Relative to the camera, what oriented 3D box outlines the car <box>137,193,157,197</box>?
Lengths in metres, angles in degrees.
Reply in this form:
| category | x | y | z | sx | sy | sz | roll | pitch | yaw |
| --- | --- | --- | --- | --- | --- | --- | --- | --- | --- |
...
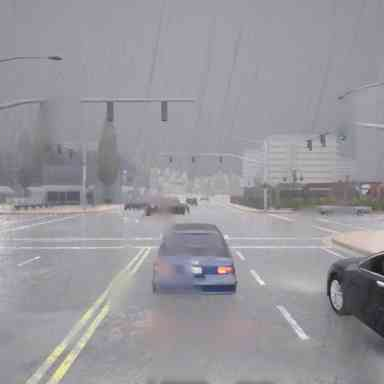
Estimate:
| category | x | y | z | sx | sy | sz | roll | pitch | yaw |
| --- | --- | --- | --- | --- | --- | --- | --- | --- | --- |
| car | -7.260 | 1.221 | 51.896 | 2.150 | 2.045 | 5.566 | 0 | 0 | 0 |

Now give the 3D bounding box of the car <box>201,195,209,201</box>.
| category | x | y | z | sx | sy | sz | roll | pitch | yaw |
| --- | --- | --- | --- | --- | --- | --- | --- | --- | --- |
| car | 3.222 | 1.552 | 84.560 | 1.994 | 1.385 | 4.181 | 0 | 0 | 0 |

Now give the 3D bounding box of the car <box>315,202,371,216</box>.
| category | x | y | z | sx | sy | sz | roll | pitch | yaw |
| --- | --- | --- | --- | --- | --- | --- | --- | --- | --- |
| car | 14.343 | 1.601 | 31.804 | 4.718 | 1.301 | 1.895 | 0 | 0 | 1 |

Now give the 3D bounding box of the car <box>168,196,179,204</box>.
| category | x | y | z | sx | sy | sz | roll | pitch | yaw |
| --- | --- | --- | --- | --- | --- | --- | --- | --- | --- |
| car | -3.748 | 1.564 | 66.696 | 1.994 | 1.385 | 4.181 | 0 | 0 | 0 |

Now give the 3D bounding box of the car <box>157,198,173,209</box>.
| category | x | y | z | sx | sy | sz | roll | pitch | yaw |
| --- | --- | --- | --- | --- | --- | --- | --- | --- | --- |
| car | -3.755 | 1.601 | 47.558 | 1.895 | 1.301 | 4.718 | 0 | 0 | 0 |

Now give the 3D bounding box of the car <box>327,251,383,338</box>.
| category | x | y | z | sx | sy | sz | roll | pitch | yaw |
| --- | --- | --- | --- | --- | --- | --- | --- | --- | --- |
| car | 3.547 | 1.505 | 4.636 | 1.837 | 1.490 | 4.892 | 0 | 0 | 0 |

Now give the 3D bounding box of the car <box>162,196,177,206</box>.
| category | x | y | z | sx | sy | sz | roll | pitch | yaw |
| --- | --- | --- | --- | --- | --- | --- | --- | --- | --- |
| car | -3.771 | 1.491 | 56.828 | 2.128 | 1.511 | 4.902 | 0 | 0 | 0 |

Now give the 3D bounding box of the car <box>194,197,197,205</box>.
| category | x | y | z | sx | sy | sz | roll | pitch | yaw |
| --- | --- | --- | --- | --- | --- | --- | --- | --- | --- |
| car | -0.089 | 1.477 | 58.024 | 1.882 | 1.535 | 5.008 | 0 | 0 | 0 |

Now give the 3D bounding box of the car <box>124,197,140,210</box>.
| category | x | y | z | sx | sy | sz | roll | pitch | yaw |
| --- | --- | --- | --- | --- | --- | --- | --- | --- | --- |
| car | -7.287 | 1.601 | 42.252 | 1.895 | 1.301 | 4.718 | 0 | 0 | 1 |

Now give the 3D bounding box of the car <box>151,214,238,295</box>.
| category | x | y | z | sx | sy | sz | roll | pitch | yaw |
| --- | --- | --- | --- | --- | --- | --- | --- | --- | --- |
| car | 0.053 | 1.547 | 8.881 | 2.033 | 1.411 | 5.357 | 0 | 0 | 0 |

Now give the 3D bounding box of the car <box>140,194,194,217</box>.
| category | x | y | z | sx | sy | sz | roll | pitch | yaw |
| --- | --- | --- | --- | --- | --- | --- | --- | --- | --- |
| car | -2.247 | 1.352 | 30.918 | 2.097 | 1.767 | 4.553 | 0 | 0 | 35 |
